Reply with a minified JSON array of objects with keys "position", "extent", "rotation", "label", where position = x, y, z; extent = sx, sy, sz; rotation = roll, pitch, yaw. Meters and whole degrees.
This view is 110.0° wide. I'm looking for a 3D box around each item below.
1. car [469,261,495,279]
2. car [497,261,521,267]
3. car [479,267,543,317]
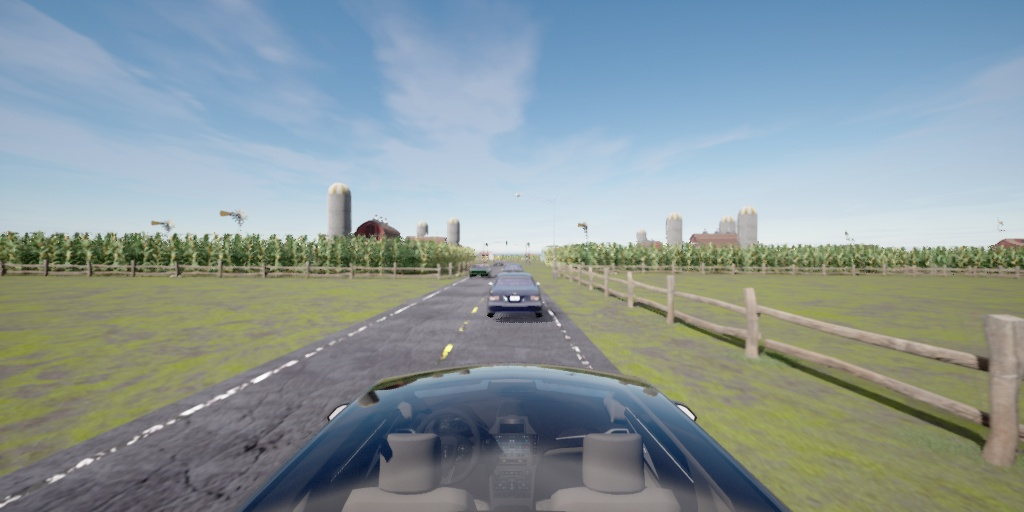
[{"position":[-2.855,1.426,33.117],"extent":[1.895,1.301,4.718],"rotation":[0,0,0],"label":"car"},{"position":[0.090,1.363,29.962],"extent":[2.033,1.411,5.357],"rotation":[0,0,0],"label":"car"},{"position":[0.090,1.320,13.283],"extent":[2.033,1.411,5.357],"rotation":[0,0,0],"label":"car"}]
